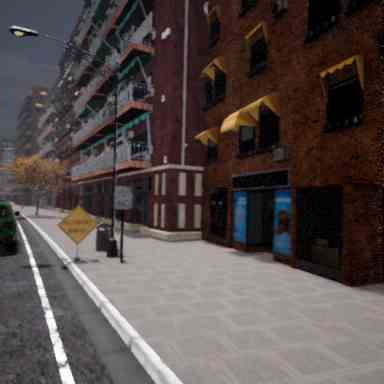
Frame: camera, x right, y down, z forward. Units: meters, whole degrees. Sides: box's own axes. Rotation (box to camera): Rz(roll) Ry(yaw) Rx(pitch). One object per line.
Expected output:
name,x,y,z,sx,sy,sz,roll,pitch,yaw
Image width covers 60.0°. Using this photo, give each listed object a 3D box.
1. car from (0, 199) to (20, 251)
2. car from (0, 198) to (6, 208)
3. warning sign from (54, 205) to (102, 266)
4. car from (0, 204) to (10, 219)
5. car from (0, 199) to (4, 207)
car,-9.137,1.463,15.011,2.150,2.045,5.566,2,-2,-28
car,-43.485,2.476,75.113,2.150,2.045,5.566,2,-2,-32
warning sign,-3.751,1.364,10.919,1.300,1.860,1.060,2,-2,-28
car,-21.203,2.080,36.418,2.128,1.511,4.902,2,-2,-30
car,-46.691,2.686,80.149,2.097,1.767,4.553,2,-2,-33
